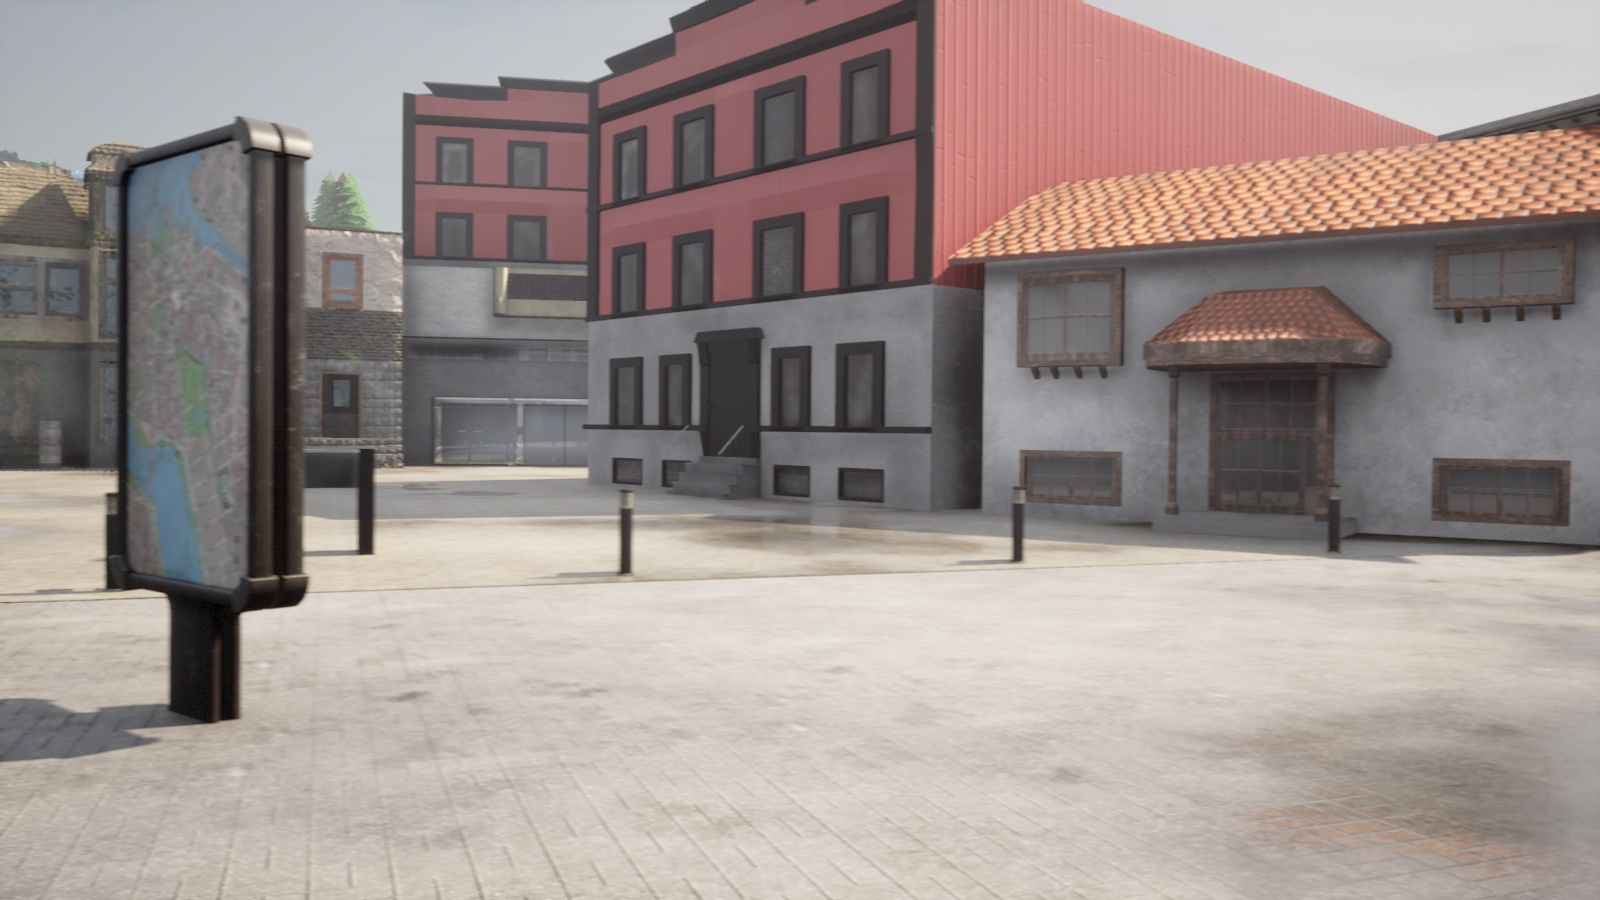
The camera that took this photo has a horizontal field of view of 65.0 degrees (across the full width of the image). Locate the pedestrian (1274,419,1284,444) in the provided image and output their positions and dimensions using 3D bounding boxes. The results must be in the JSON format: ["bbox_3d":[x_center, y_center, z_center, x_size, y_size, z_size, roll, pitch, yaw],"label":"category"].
[{"bbox_3d":[35.197,-1.375,92.326,0.345,1.836,0.594,-1,1,-30],"label":"pedestrian"}]
